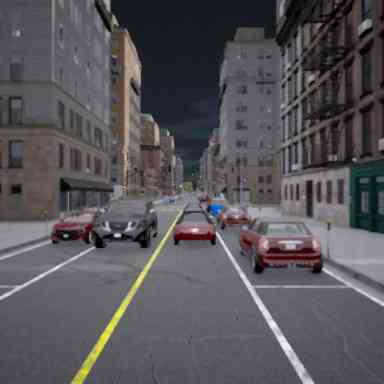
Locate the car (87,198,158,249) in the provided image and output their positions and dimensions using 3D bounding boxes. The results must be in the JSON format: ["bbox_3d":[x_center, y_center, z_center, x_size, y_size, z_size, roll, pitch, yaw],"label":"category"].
[{"bbox_3d":[-2.824,1.302,15.394,2.150,2.045,5.566,0,0,0],"label":"car"}]

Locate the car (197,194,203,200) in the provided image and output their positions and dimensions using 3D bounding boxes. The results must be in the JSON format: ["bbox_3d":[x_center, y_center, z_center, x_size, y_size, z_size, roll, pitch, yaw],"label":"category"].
[{"bbox_3d":[2.824,1.693,75.800,2.192,1.841,5.009,0,0,0],"label":"car"}]

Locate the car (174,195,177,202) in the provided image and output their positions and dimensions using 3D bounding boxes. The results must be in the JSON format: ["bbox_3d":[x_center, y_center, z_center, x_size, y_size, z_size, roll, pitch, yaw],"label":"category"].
[{"bbox_3d":[-5.277,1.971,81.216,1.947,1.339,4.313,0,0,0],"label":"car"}]

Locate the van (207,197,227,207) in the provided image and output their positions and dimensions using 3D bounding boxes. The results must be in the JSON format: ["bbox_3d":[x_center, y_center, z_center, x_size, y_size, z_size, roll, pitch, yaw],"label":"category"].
[{"bbox_3d":[2.689,1.510,32.918,1.690,1.788,3.998,0,0,0],"label":"van"}]

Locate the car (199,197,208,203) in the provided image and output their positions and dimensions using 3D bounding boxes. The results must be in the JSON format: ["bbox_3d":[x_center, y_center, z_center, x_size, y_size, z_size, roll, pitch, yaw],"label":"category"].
[{"bbox_3d":[2.827,1.955,81.205,2.008,1.369,4.403,0,0,0],"label":"car"}]

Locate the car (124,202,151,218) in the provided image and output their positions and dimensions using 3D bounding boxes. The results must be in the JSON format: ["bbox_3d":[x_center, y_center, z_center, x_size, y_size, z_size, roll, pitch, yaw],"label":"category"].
[{"bbox_3d":[-5.336,1.715,32.930,1.887,1.381,4.507,0,0,0],"label":"car"}]

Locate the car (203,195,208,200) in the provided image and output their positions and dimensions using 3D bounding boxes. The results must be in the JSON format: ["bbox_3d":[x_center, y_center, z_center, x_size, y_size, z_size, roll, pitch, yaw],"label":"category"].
[{"bbox_3d":[2.698,1.512,38.430,2.192,1.841,5.009,0,0,0],"label":"car"}]

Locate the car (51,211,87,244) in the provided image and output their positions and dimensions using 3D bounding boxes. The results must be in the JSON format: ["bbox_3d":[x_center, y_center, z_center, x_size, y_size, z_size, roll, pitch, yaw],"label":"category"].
[{"bbox_3d":[-5.361,1.631,16.397,1.887,1.381,4.507,0,0,0],"label":"car"}]

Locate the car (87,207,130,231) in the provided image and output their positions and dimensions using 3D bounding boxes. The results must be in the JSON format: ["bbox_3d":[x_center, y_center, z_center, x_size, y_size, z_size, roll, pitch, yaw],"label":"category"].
[{"bbox_3d":[-5.353,1.696,21.908,1.802,1.307,4.206,0,0,0],"label":"car"}]

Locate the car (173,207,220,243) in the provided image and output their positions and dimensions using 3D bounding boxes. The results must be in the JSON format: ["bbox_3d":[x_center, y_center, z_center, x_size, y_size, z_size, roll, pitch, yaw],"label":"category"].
[{"bbox_3d":[0.127,1.649,16.499,1.994,1.385,4.181,0,0,0],"label":"car"}]

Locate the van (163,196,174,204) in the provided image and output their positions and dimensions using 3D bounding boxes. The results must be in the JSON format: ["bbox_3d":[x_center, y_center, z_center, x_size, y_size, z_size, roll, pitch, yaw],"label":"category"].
[{"bbox_3d":[-5.297,1.694,70.405,1.690,1.788,3.998,0,0,0],"label":"van"}]

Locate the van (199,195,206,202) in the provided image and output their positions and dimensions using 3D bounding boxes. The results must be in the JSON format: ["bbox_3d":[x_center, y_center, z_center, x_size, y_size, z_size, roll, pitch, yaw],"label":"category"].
[{"bbox_3d":[2.834,1.797,92.018,1.690,1.788,3.998,0,0,0],"label":"van"}]

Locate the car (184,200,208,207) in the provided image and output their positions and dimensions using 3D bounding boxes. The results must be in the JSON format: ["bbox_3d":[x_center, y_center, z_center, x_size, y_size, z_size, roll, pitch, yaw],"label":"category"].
[{"bbox_3d":[0.151,1.724,31.131,1.994,1.385,4.181,0,0,0],"label":"car"}]

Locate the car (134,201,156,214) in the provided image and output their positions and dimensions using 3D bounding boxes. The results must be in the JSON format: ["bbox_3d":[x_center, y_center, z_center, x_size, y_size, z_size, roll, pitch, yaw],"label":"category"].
[{"bbox_3d":[-5.327,1.763,38.440,1.947,1.339,4.313,0,0,0],"label":"car"}]

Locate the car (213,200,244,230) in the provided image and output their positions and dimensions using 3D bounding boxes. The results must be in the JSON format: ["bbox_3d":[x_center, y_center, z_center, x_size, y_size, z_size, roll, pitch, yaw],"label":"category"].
[{"bbox_3d":[2.672,1.554,21.896,1.967,1.590,4.097,0,0,0],"label":"car"}]

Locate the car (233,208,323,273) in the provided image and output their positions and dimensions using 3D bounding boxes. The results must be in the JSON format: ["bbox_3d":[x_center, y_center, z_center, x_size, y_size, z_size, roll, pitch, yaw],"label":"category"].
[{"bbox_3d":[2.655,1.497,10.874,1.967,1.590,4.097,0,0,0],"label":"car"}]
